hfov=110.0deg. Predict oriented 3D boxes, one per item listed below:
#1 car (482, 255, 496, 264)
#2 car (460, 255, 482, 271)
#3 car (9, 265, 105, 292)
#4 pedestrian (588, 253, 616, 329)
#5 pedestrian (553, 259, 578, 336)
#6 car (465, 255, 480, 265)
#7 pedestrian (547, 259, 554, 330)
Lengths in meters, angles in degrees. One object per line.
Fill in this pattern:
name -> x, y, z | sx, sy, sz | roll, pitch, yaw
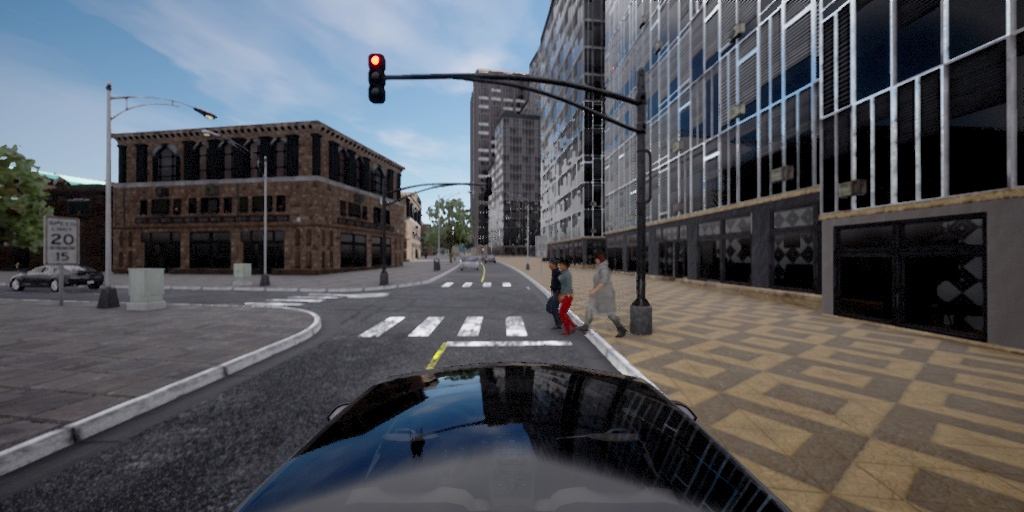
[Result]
car -> -3.617, 0.491, 58.788 | 2.033, 1.411, 5.357 | 0, 1, -7
car -> -4.335, 0.852, 36.963 | 1.895, 1.301, 4.718 | 0, 1, -4
car -> -24.246, 1.139, 19.140 | 4.403, 1.370, 2.007 | 0, 0, 9
pedestrian -> 1.945, 0.808, 7.747 | 0.375, 1.860, 0.375 | 1, 0, -1
pedestrian -> 1.275, 0.949, 8.529 | 0.375, 1.860, 0.375 | 1, 0, -1
car -> -5.895, 0.557, 53.812 | 2.033, 1.411, 5.357 | 0, 1, -6
pedestrian -> 1.122, 0.941, 9.114 | 0.375, 1.860, 0.375 | 1, 0, -1
